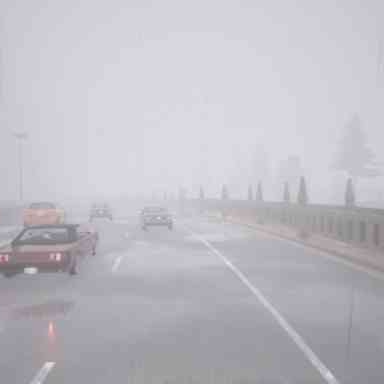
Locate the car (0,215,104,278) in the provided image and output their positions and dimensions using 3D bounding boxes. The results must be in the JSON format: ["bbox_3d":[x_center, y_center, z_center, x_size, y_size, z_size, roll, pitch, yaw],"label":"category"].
[{"bbox_3d":[-4.149,1.623,10.297,1.895,1.301,4.718,0,0,-6],"label":"car"}]

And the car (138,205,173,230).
[{"bbox_3d":[-2.431,1.572,21.490,2.033,1.411,5.357,0,0,-12],"label":"car"}]

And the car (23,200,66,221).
[{"bbox_3d":[-10.038,1.422,22.981,2.097,1.767,4.553,0,0,-14],"label":"car"}]

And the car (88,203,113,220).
[{"bbox_3d":[-7.699,1.613,28.016,2.033,1.411,5.357,0,0,-17],"label":"car"}]
